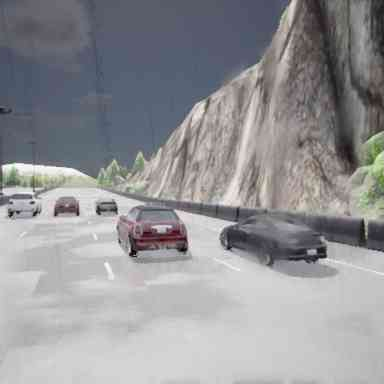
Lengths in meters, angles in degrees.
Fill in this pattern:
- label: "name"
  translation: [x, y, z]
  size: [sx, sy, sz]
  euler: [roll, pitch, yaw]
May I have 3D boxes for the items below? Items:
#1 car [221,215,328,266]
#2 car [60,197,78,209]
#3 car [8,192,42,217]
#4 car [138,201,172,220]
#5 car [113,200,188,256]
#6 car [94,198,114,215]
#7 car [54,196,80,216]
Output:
- label: "car"
  translation: [2.606, 1.514, 11.506]
  size: [1.812, 1.442, 4.674]
  euler: [0, 0, -19]
- label: "car"
  translation: [-14.921, 1.302, 40.499]
  size: [1.895, 1.301, 4.718]
  euler: [0, 1, -19]
- label: "car"
  translation: [-14.965, 1.050, 29.997]
  size: [2.150, 2.045, 5.566]
  euler: [0, 0, -19]
- label: "car"
  translation: [-3.227, 1.484, 28.228]
  size: [1.895, 1.301, 4.718]
  euler: [0, 1, -19]
- label: "car"
  translation: [-1.740, 1.332, 13.336]
  size: [2.097, 1.767, 4.553]
  euler: [0, 0, -19]
- label: "car"
  translation: [-8.340, 1.320, 32.260]
  size: [2.128, 1.511, 4.902]
  euler: [0, 1, -19]
- label: "car"
  translation: [-11.534, 1.187, 30.794]
  size: [2.097, 1.767, 4.553]
  euler: [0, 1, -19]
